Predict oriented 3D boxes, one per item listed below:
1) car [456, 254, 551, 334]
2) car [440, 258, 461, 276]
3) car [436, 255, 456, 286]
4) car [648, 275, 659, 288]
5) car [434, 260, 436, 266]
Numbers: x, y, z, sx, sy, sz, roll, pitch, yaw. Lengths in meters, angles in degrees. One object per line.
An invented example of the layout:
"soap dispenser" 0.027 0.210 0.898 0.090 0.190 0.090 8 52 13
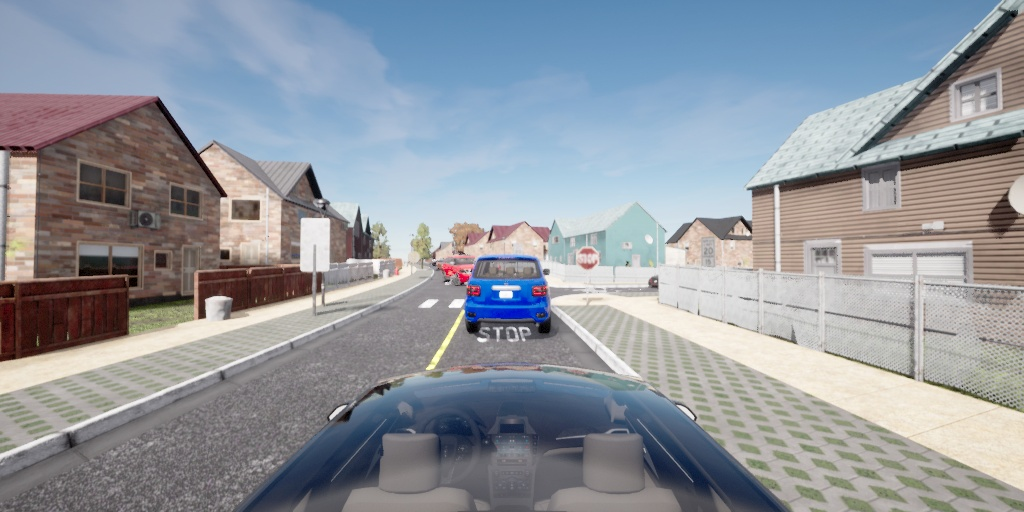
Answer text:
"car" -0.018 0.972 10.851 2.150 2.045 5.566 0 0 3
"car" -6.707 1.110 38.630 2.097 1.767 4.553 0 0 -11
"car" -3.379 0.971 25.170 2.150 2.045 5.566 0 0 -26
"car" 11.916 1.641 25.751 4.181 1.385 1.994 1 -2 -20
"car" -9.781 1.128 52.024 2.097 1.767 4.553 0 0 -15
